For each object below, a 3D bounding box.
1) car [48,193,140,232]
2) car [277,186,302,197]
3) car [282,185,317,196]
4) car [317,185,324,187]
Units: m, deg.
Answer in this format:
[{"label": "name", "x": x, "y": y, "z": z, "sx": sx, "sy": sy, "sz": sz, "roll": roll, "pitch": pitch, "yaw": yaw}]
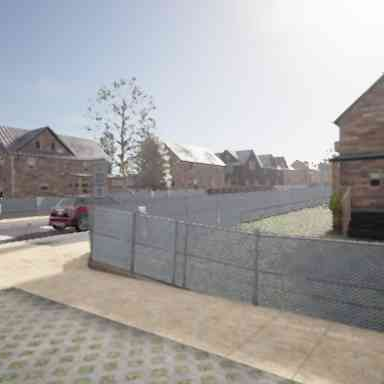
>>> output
[{"label": "car", "x": -4.772, "y": 0.884, "z": 16.866, "sx": 2.097, "sy": 1.767, "sz": 4.553, "roll": -1, "pitch": 1, "yaw": 36}, {"label": "car", "x": 13.802, "y": -0.121, "z": 46.990, "sx": 1.994, "sy": 1.385, "sz": 4.181, "roll": -1, "pitch": 1, "yaw": 36}, {"label": "car", "x": 13.528, "y": -0.032, "z": 41.858, "sx": 2.033, "sy": 1.411, "sz": 5.357, "roll": -1, "pitch": 1, "yaw": 37}, {"label": "car", "x": 19.459, "y": -0.379, "z": 50.081, "sx": 2.033, "sy": 1.411, "sz": 5.357, "roll": -1, "pitch": 1, "yaw": 36}]
